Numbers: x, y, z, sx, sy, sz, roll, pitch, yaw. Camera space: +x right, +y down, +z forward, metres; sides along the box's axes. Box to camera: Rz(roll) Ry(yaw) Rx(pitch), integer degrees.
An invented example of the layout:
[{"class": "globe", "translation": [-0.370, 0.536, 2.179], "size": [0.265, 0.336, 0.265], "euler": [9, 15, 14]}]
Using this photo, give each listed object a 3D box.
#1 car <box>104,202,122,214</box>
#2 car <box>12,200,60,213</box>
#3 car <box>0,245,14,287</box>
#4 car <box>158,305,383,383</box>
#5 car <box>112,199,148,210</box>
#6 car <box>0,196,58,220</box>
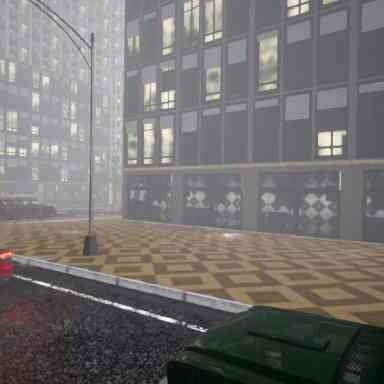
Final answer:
[{"class": "car", "translation": [-8.043, 1.830, 39.153], "size": [1.752, 1.417, 4.829], "euler": [1, 0, 36]}, {"class": "car", "translation": [-18.338, 1.643, 39.293], "size": [1.752, 1.417, 4.829], "euler": [1, 0, 36]}, {"class": "car", "translation": [-6.076, 1.521, 7.983], "size": [4.674, 1.442, 1.812], "euler": [0, 0, 35]}, {"class": "car", "translation": [2.035, 1.601, 2.235], "size": [4.718, 1.301, 1.895], "euler": [0, 0, 35]}, {"class": "car", "translation": [-8.869, 1.761, 47.782], "size": [2.128, 1.511, 4.902], "euler": [1, 0, 36]}, {"class": "car", "translation": [-14.819, 1.519, 29.926], "size": [2.192, 1.841, 5.009], "euler": [1, 0, 36]}]
